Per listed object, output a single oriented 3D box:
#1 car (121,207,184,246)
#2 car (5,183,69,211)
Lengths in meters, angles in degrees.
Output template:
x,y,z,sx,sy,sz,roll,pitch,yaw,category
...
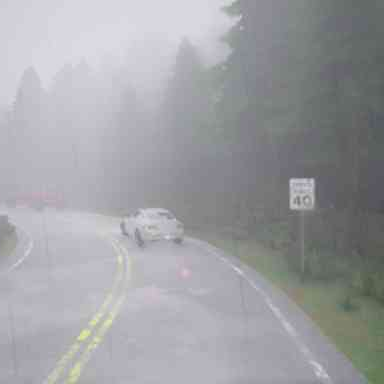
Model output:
x,y,z,sx,sy,sz,roll,pitch,yaw,category
-1.820,1.407,14.705,1.812,1.442,4.674,1,2,-23,car
-12.191,0.339,26.135,5.566,2.045,2.150,4,0,28,car
